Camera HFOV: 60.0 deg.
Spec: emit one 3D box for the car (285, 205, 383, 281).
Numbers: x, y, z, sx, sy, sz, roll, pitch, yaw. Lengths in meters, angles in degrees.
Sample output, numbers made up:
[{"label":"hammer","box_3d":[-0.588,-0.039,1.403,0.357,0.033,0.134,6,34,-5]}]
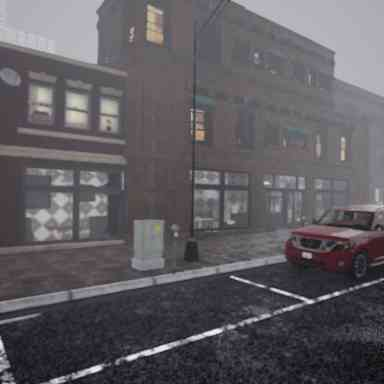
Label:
[{"label":"car","box_3d":[5.066,1.347,10.170,5.009,1.841,2.192,0,1,-36]}]
